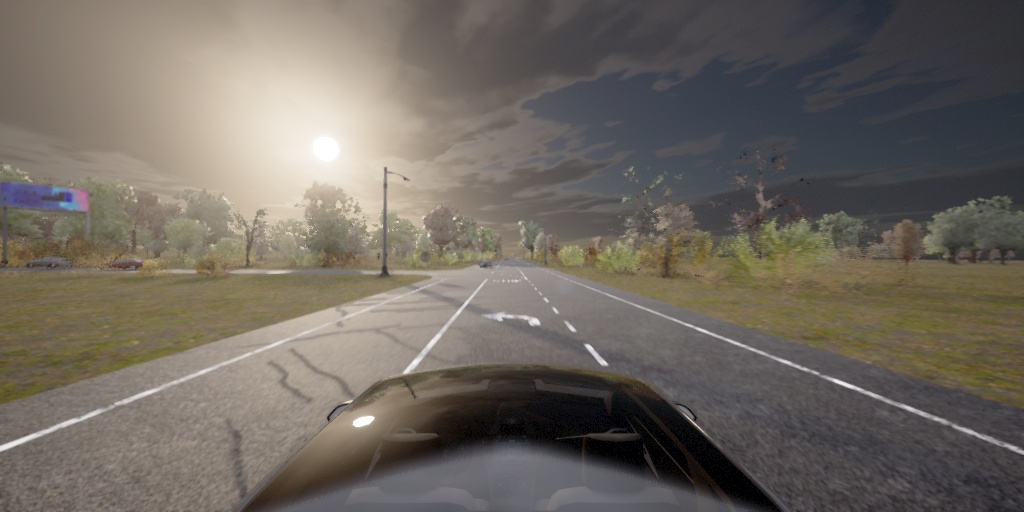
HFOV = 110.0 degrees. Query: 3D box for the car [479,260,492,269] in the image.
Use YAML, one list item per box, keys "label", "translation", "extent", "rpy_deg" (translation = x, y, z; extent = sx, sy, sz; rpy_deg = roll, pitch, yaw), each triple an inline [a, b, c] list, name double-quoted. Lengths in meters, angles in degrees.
- label: "car"
  translation: [-4.256, 1.320, 58.368]
  extent: [1.994, 1.385, 4.181]
  rpy_deg: [0, 0, -1]
